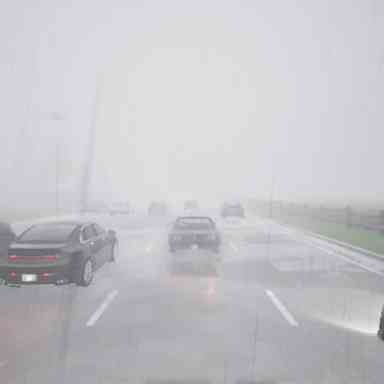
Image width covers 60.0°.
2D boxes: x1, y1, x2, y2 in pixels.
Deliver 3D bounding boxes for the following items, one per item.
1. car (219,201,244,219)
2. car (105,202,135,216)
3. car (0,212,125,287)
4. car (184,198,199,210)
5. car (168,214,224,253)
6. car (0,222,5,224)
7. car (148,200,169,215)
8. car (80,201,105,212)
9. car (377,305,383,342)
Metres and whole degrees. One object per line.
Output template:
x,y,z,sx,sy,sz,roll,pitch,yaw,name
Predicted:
3.522,1.589,30.188,2.128,1.511,4.902,0,0,0,car
-6.999,1.711,33.615,1.895,1.301,4.718,0,0,0,car
-3.401,1.537,9.370,1.837,1.490,4.892,0,0,0,car
-0.065,1.623,45.076,1.882,1.535,5.008,0,0,0,car
0.084,1.646,13.897,1.895,1.301,4.718,0,0,0,car
-6.900,1.252,8.660,2.150,2.045,5.566,0,0,0,car
-3.506,1.607,35.267,2.128,1.511,4.902,0,0,0,car
-10.515,1.666,36.142,2.033,1.411,5.357,0,0,0,car
3.602,1.574,2.983,1.994,1.385,4.181,0,0,0,car
